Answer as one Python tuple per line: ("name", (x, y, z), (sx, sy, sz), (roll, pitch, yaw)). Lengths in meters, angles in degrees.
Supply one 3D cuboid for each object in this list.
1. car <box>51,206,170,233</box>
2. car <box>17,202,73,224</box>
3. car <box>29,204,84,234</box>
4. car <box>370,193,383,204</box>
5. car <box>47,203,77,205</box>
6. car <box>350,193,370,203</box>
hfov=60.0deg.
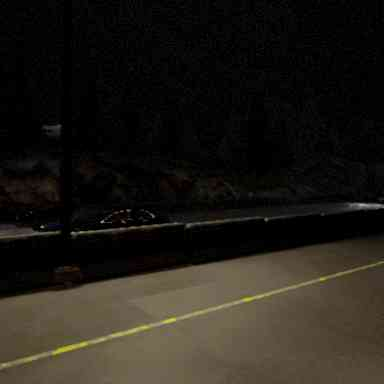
("car", (-3.266, 1.462, 14.564), (4.892, 1.490, 1.837), (-1, 0, -36))
("car", (-9.380, 1.449, 23.101), (4.902, 1.511, 2.128), (-1, 0, -36))
("car", (-5.289, 1.504, 17.420), (5.357, 1.411, 2.033), (-1, 0, -36))
("car", (26.272, 0.777, 44.234), (4.902, 1.511, 2.128), (-2, 1, -35))
("car", (-6.749, 1.551, 20.680), (4.718, 1.301, 1.895), (-1, 0, -36))
("car", (24.246, 0.811, 47.085), (4.674, 1.442, 1.812), (-2, 1, -35))
